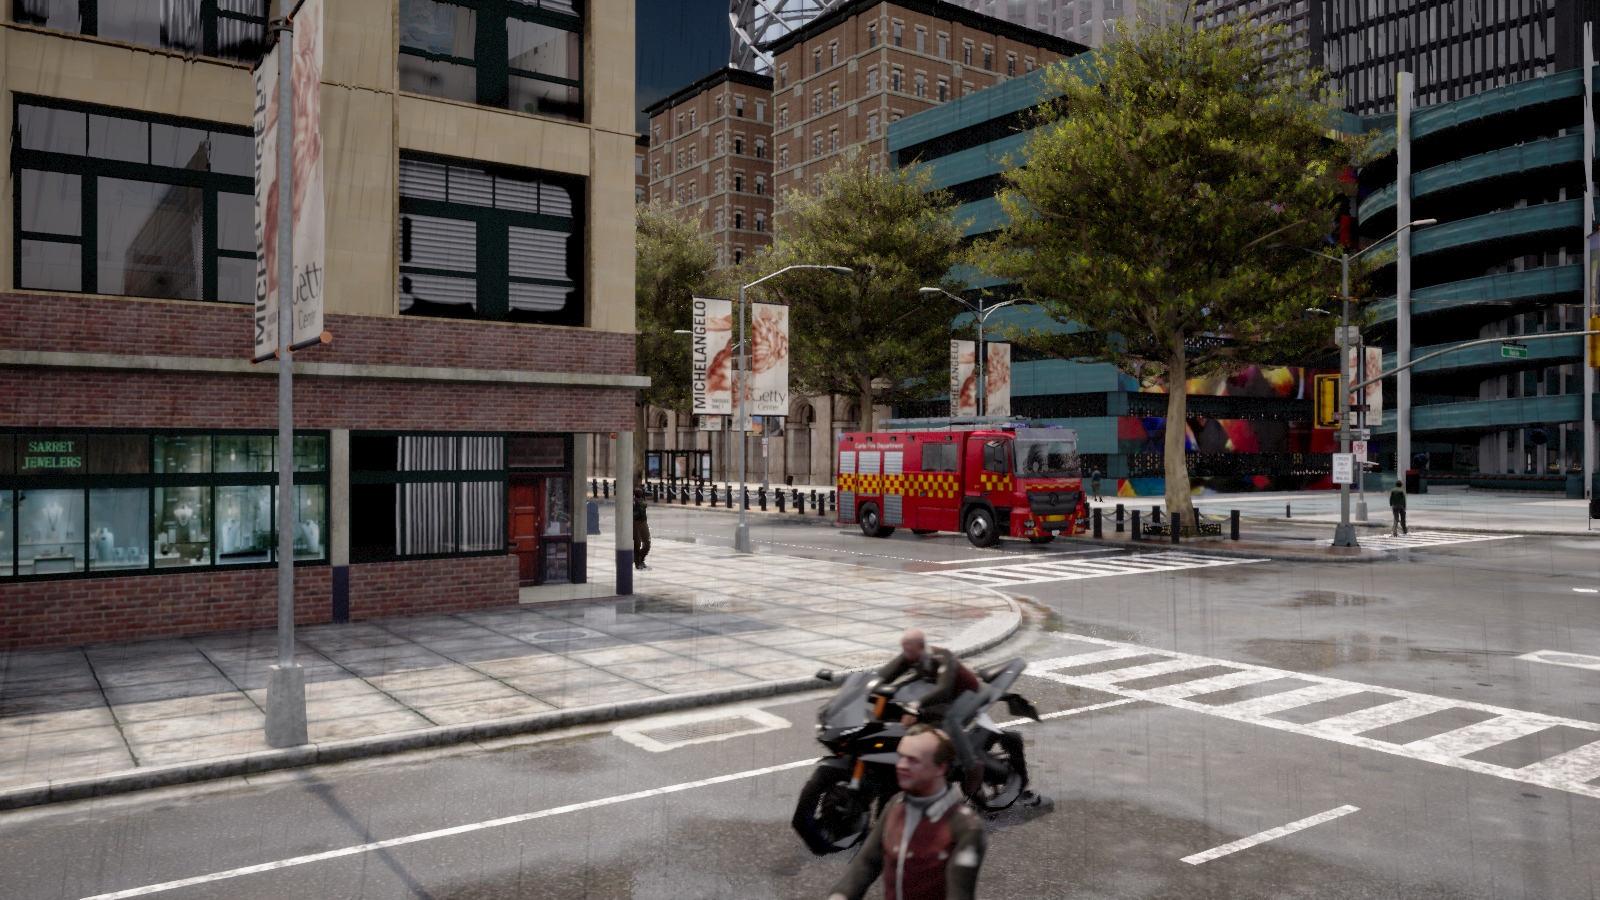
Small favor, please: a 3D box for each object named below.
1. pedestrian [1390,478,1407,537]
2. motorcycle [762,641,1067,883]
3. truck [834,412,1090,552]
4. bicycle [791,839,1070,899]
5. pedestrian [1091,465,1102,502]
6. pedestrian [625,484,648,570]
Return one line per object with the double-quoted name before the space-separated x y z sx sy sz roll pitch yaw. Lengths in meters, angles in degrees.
"pedestrian" 19.120 1.834 36.528 0.375 1.860 0.375 0 0 -42
"motorcycle" 0.885 2.202 8.453 2.209 1.251 0.867 0 0 -35
"truck" 4.745 0.881 35.550 2.891 3.827 8.468 0 0 -35
"bicycle" 0.227 2.209 4.103 1.835 1.171 0.329 0 0 -36
"pedestrian" 14.862 1.679 57.229 0.375 1.860 0.375 0 0 -31
"pedestrian" -3.609 1.691 25.212 0.375 1.860 0.375 0 0 -37
